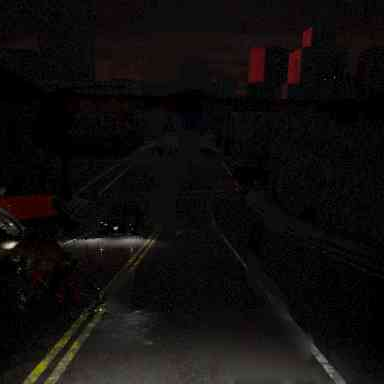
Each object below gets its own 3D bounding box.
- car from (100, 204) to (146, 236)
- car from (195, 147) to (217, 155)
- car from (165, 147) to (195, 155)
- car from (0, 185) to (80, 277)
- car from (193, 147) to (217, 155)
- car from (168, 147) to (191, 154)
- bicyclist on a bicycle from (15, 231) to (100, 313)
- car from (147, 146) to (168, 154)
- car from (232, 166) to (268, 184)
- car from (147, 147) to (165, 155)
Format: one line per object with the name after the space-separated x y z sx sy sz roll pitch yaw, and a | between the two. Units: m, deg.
-3.725 1.488 18.571 1.837 1.490 4.892 1 1 -1 | car
2.800 -8.651 70.515 4.974 1.542 2.038 8 15 28 | car
-2.566 -8.562 69.728 4.974 1.542 2.038 -9 16 -36 | car
-4.379 0.868 7.178 2.097 1.767 4.553 -44 0 -1 | car
2.757 -8.811 70.503 4.536 1.218 1.853 8 15 28 | car
-2.522 -8.721 69.722 4.536 1.218 1.853 -9 16 -36 | car
-2.494 1.464 5.915 1.656 1.620 0.582 -1 18 8 | bicyclist on a bicycle
-7.209 -8.799 69.700 4.536 1.218 1.853 13 18 42 | car
7.983 -2.256 42.669 5.566 2.045 2.150 -2 13 -11 | car
-7.174 -8.637 69.702 4.974 1.542 2.038 13 18 42 | car
